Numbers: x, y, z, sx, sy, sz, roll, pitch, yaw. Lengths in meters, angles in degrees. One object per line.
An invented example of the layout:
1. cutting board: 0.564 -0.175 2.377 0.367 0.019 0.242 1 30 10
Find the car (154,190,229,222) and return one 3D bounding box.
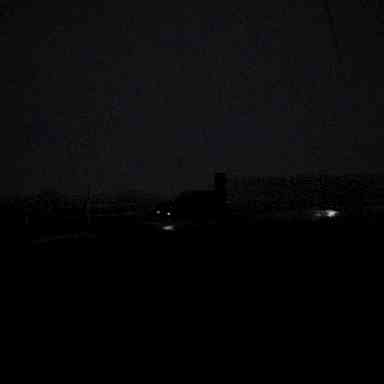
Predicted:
1. car: 0.086 0.931 23.439 5.566 2.045 2.150 -1 0 -33

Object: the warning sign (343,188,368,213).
1. warning sign: 12.379 0.626 25.219 1.060 1.860 1.300 0 -1 -33

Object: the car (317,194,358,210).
1. car: 14.464 0.989 32.926 4.892 1.490 1.837 -1 0 -33
